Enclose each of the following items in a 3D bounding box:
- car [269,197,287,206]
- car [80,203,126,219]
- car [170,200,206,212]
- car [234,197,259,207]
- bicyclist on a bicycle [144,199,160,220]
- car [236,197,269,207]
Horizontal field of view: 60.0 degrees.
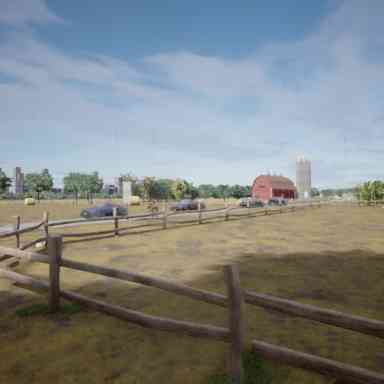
[{"bbox_3d":[14.574,1.608,56.669,1.837,1.490,4.892,-2,-2,35],"label":"car"},{"bbox_3d":[-7.924,1.664,29.915,1.994,1.385,4.181,-2,-1,35],"label":"car"},{"bbox_3d":[-0.441,1.665,40.443,2.033,1.411,5.357,-2,-1,36],"label":"car"},{"bbox_3d":[8.850,1.636,53.362,1.882,1.535,5.008,-2,-2,35],"label":"car"},{"bbox_3d":[-3.160,1.415,26.297,1.656,1.620,0.582,0,0,35],"label":"bicyclist on a bicycle"},{"bbox_3d":[8.873,1.602,48.553,2.033,1.411,5.357,-2,-1,36],"label":"car"}]
